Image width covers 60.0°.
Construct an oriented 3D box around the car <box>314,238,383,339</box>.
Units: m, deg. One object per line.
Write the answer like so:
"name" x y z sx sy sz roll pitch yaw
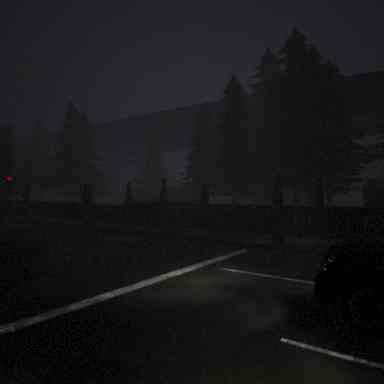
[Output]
"car" 4.773 1.223 4.835 5.566 2.045 2.150 0 0 38
